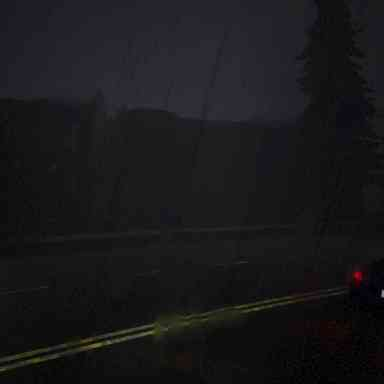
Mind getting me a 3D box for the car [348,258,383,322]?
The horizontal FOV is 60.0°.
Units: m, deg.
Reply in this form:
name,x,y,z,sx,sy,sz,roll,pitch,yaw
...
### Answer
name,x,y,z,sx,sy,sz,roll,pitch,yaw
car,4.874,1.564,5.935,4.181,1.385,1.994,0,0,-25
